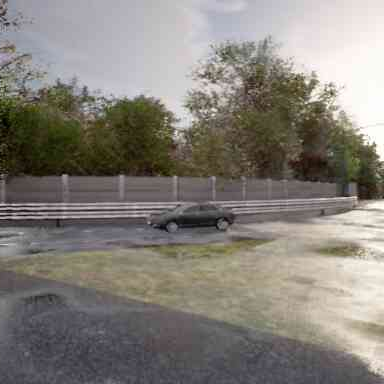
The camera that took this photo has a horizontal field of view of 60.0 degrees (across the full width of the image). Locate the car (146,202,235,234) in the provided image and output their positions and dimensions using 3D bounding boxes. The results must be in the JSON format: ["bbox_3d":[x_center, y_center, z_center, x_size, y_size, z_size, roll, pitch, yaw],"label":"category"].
[{"bbox_3d":[-0.015,1.326,17.942,4.892,1.490,1.837,0,1,-25],"label":"car"}]
